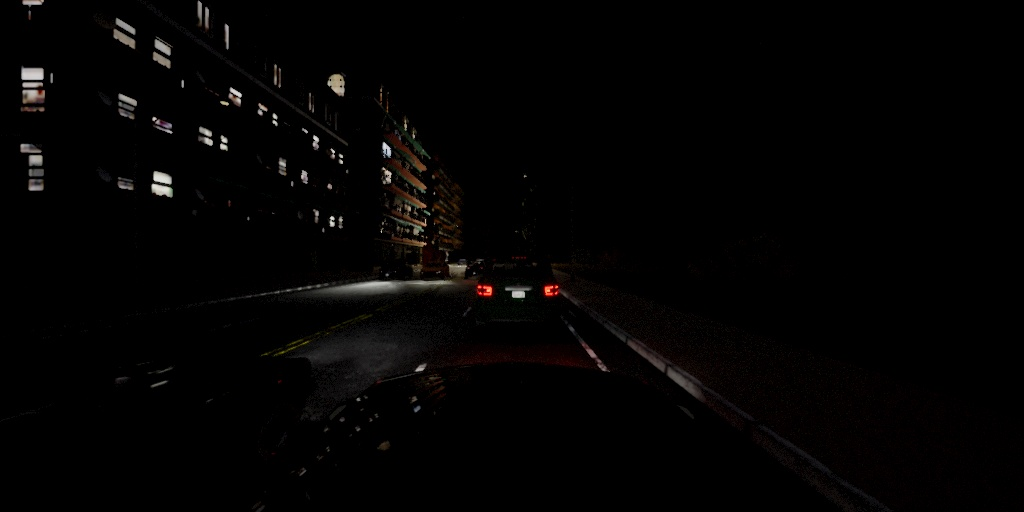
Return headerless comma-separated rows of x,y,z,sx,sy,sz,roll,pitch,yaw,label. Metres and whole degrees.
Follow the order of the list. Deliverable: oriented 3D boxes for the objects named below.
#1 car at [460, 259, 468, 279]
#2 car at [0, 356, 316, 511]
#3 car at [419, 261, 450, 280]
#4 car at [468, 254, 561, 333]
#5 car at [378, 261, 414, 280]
-3.127,1.229,32.576,2.128,1.511,4.902,0,0,0,car
-3.151,1.351,1.926,1.895,1.301,4.718,0,0,0,car
-6.578,1.215,30.973,1.882,1.535,5.008,0,0,0,car
0.111,0.968,10.849,2.150,2.045,5.566,0,0,-1,car
-9.828,1.229,30.734,2.128,1.511,4.902,0,0,0,car
